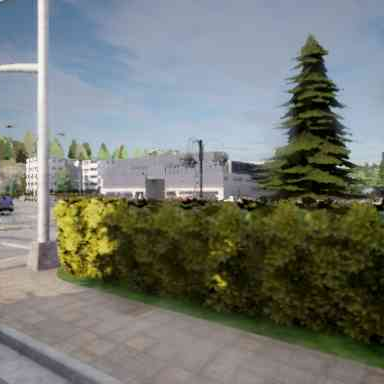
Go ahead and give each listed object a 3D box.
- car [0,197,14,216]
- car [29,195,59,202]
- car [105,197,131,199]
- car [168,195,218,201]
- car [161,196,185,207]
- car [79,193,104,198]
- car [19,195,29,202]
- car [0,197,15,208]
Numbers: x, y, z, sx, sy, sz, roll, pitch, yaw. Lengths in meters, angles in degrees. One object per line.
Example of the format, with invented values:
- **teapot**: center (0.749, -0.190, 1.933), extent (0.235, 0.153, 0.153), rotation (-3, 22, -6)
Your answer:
- **car**: center (-18.153, 1.386, 29.078), extent (2.007, 1.523, 4.514), rotation (0, 0, 36)
- **car**: center (-30.720, 1.258, 70.086), extent (2.152, 1.636, 5.027), rotation (0, 0, 36)
- **car**: center (-9.616, 1.446, 45.887), extent (1.970, 1.475, 3.806), rotation (0, 0, 36)
- **car**: center (0.465, 1.258, 30.889), extent (2.150, 2.045, 5.566), rotation (0, 0, 36)
- **car**: center (-2.840, 1.436, 50.132), extent (1.845, 1.501, 3.633), rotation (0, 0, 36)
- **car**: center (-17.784, 1.183, 61.180), extent (1.932, 1.855, 4.605), rotation (0, 0, 36)
- **car**: center (-36.099, 1.344, 73.601), extent (1.970, 1.475, 3.806), rotation (0, 0, 36)
- **car**: center (-25.781, 1.389, 44.057), extent (1.845, 1.501, 3.633), rotation (0, 0, 36)
